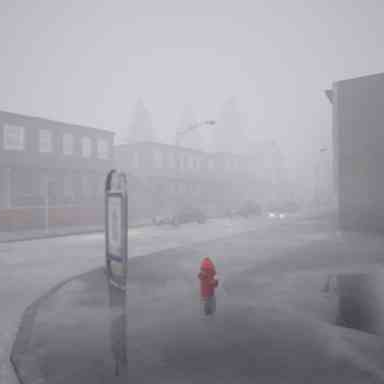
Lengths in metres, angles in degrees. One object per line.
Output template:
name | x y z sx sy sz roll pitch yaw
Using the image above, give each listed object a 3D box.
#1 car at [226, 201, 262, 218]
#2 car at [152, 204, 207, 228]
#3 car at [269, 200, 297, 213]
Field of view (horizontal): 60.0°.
car | 5.078 1.627 31.905 2.128 1.511 4.902 -1 0 36
car | -0.811 1.627 23.664 2.128 1.511 4.902 -1 0 36
car | 11.122 1.683 40.333 2.033 1.411 5.357 -1 0 36
